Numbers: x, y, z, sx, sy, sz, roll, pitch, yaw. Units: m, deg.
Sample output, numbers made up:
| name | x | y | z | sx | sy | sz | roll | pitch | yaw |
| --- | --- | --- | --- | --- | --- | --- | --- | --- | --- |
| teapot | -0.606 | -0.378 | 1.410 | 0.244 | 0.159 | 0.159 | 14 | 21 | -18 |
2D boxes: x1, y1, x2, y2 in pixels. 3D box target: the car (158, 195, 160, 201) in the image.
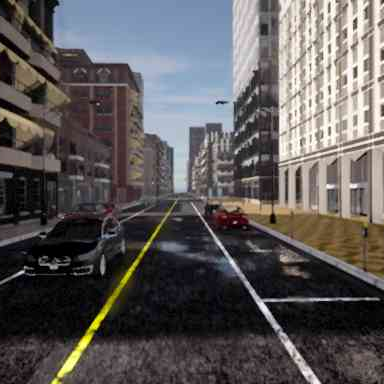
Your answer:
| name | x | y | z | sx | sy | sz | roll | pitch | yaw |
| --- | --- | --- | --- | --- | --- | --- | --- | --- | --- |
| car | -7.214 | 1.348 | 58.963 | 2.008 | 1.369 | 4.403 | 0 | 0 | -2 |

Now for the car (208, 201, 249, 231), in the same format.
| name | x | y | z | sx | sy | sz | roll | pitch | yaw |
| --- | --- | --- | --- | --- | --- | --- | --- | --- | --- |
| car | 2.202 | 1.454 | 19.656 | 1.887 | 1.381 | 4.507 | 0 | 0 | -2 |

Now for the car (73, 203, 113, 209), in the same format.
| name | x | y | z | sx | sy | sz | roll | pitch | yaw |
| --- | --- | --- | --- | --- | --- | --- | --- | --- | --- |
| car | -6.176 | 1.384 | 19.436 | 1.967 | 1.590 | 4.097 | 0 | 0 | -2 |

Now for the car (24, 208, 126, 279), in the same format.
| name | x | y | z | sx | sy | sz | roll | pitch | yaw |
| --- | --- | --- | --- | --- | --- | --- | --- | --- | --- |
| car | -3.231 | 1.475 | 10.079 | 1.837 | 1.490 | 4.892 | 0 | 0 | -1 |

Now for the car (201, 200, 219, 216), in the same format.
| name | x | y | z | sx | sy | sz | roll | pitch | yaw |
| --- | --- | --- | --- | --- | --- | --- | --- | --- | --- |
| car | 1.905 | 1.416 | 30.950 | 2.008 | 1.369 | 4.403 | 0 | 0 | -2 |

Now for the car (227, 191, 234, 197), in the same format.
| name | x | y | z | sx | sy | sz | roll | pitch | yaw |
| --- | --- | --- | --- | --- | --- | --- | --- | --- | --- |
| car | 12.298 | 0.631 | 92.363 | 5.009 | 1.841 | 2.192 | -1 | 1 | -2 |

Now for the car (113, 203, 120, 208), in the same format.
| name | x | y | z | sx | sy | sz | roll | pitch | yaw |
| --- | --- | --- | --- | --- | --- | --- | --- | --- | --- |
| car | -6.324 | 1.503 | 25.083 | 1.802 | 1.307 | 4.206 | 0 | 0 | -2 |

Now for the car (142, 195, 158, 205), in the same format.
| name | x | y | z | sx | sy | sz | roll | pitch | yaw |
| --- | --- | --- | --- | --- | --- | --- | --- | --- | --- |
| car | -7.066 | 1.368 | 53.317 | 2.008 | 1.369 | 4.403 | 0 | 0 | -2 |
